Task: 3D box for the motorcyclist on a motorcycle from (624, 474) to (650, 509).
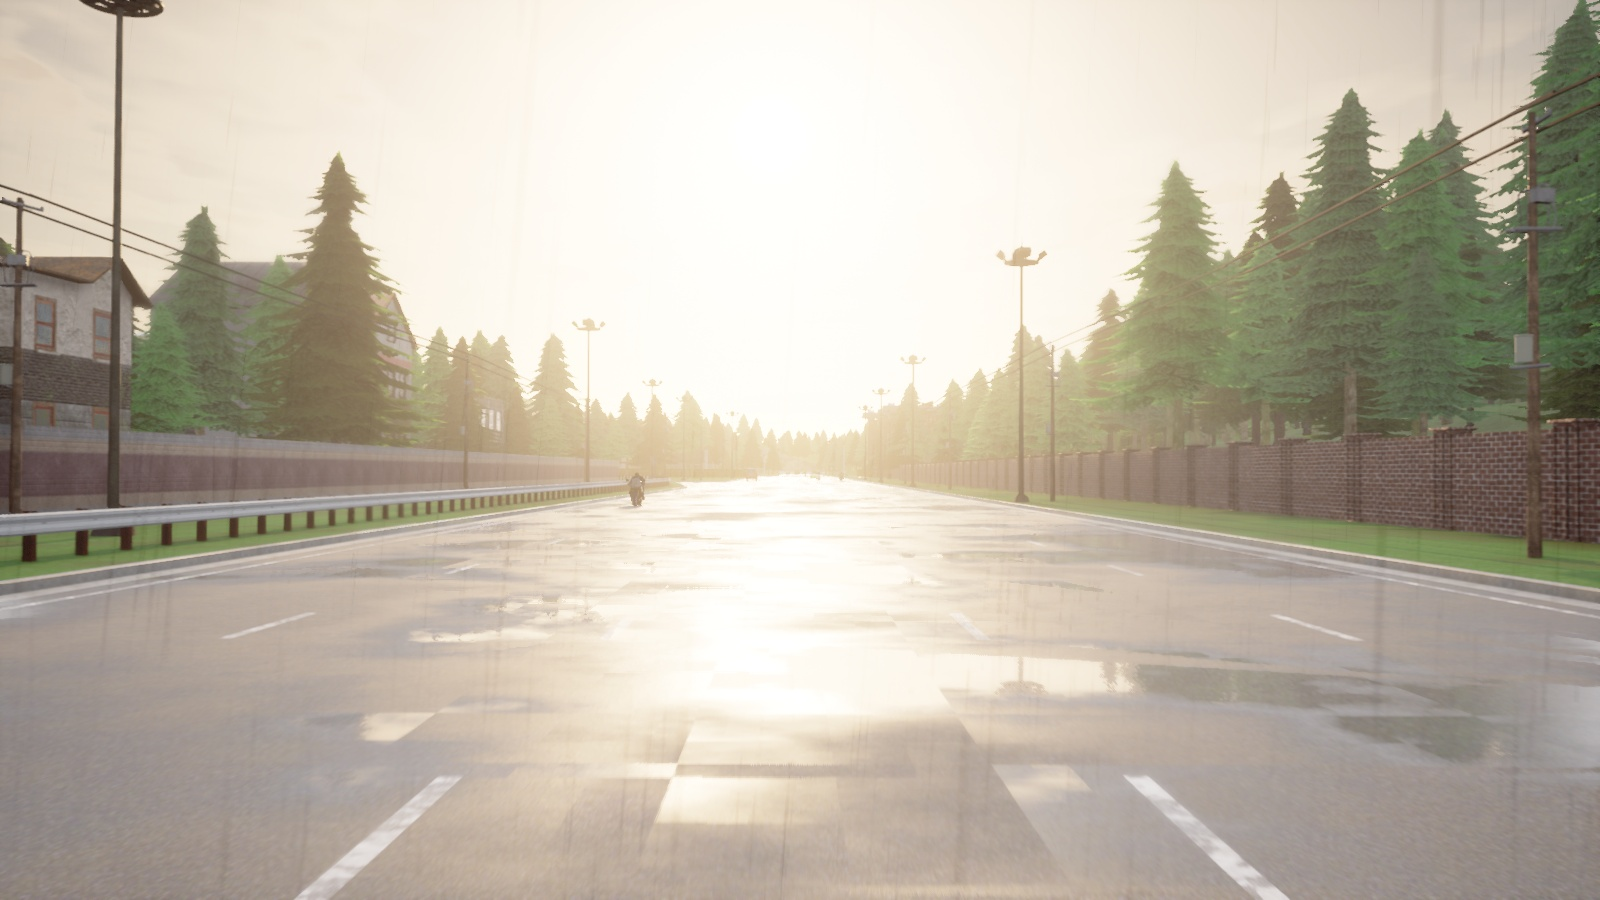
[{"bbox_3d":[-7.133,1.802,55.152,0.866,1.530,2.191,0,-1,0],"label":"motorcyclist on a motorcycle"}]
